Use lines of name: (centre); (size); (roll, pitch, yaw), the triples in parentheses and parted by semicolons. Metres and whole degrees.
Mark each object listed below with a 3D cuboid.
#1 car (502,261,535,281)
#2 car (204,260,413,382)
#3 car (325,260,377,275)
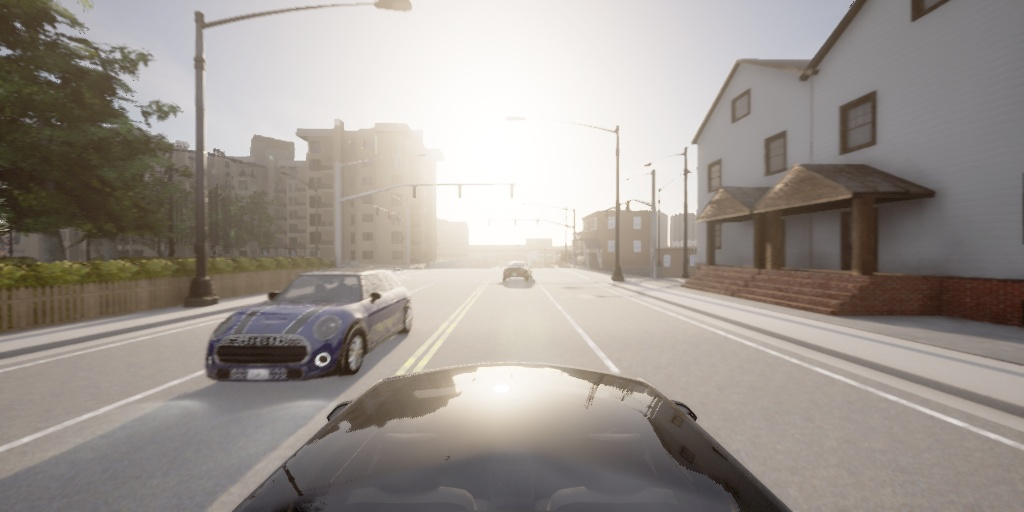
car: (0.481, 1.089, 27.205); (1.812, 1.442, 4.674); (0, 0, 8)
car: (-3.585, 1.064, 7.311); (2.097, 1.767, 4.553); (0, 0, 0)
car: (-15.530, 1.082, 34.710); (4.181, 1.385, 1.994); (0, 0, 1)
